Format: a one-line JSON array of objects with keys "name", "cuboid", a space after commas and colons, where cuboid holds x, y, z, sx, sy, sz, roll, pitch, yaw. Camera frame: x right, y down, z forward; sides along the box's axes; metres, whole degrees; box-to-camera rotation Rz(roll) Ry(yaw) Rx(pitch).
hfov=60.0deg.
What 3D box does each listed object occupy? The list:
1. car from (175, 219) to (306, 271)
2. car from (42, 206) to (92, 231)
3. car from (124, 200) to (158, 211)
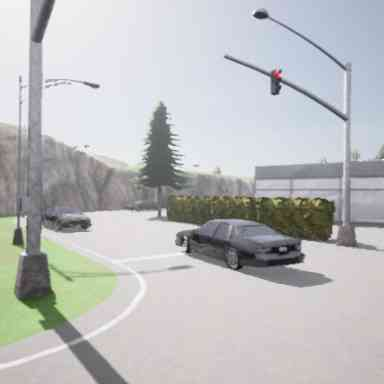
[{"name": "car", "cuboid": [1.333, 1.639, 11.412, 2.033, 1.411, 5.357, 0, 0, -29]}, {"name": "car", "cuboid": [-8.238, 1.626, 21.474, 2.033, 1.411, 5.357, 1, -1, -37]}, {"name": "car", "cuboid": [-6.467, 1.805, 44.515, 5.357, 1.411, 2.033, 1, -1, -44]}]
